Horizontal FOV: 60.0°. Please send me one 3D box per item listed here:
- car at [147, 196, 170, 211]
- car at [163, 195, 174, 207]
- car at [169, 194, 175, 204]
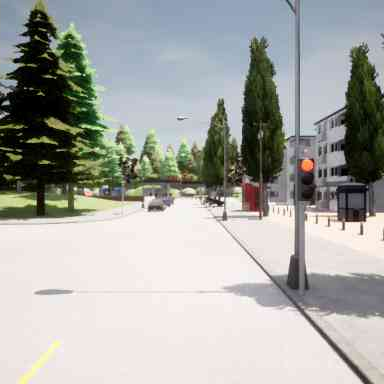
[{"bbox_3d":[-4.172,1.547,40.101,2.033,1.411,5.357,0,0,0],"label":"car"},{"bbox_3d":[-4.176,1.564,50.039,1.994,1.385,4.181,0,0,0],"label":"car"},{"bbox_3d":[-4.148,1.505,60.031,1.837,1.490,4.892,0,0,0],"label":"car"}]
